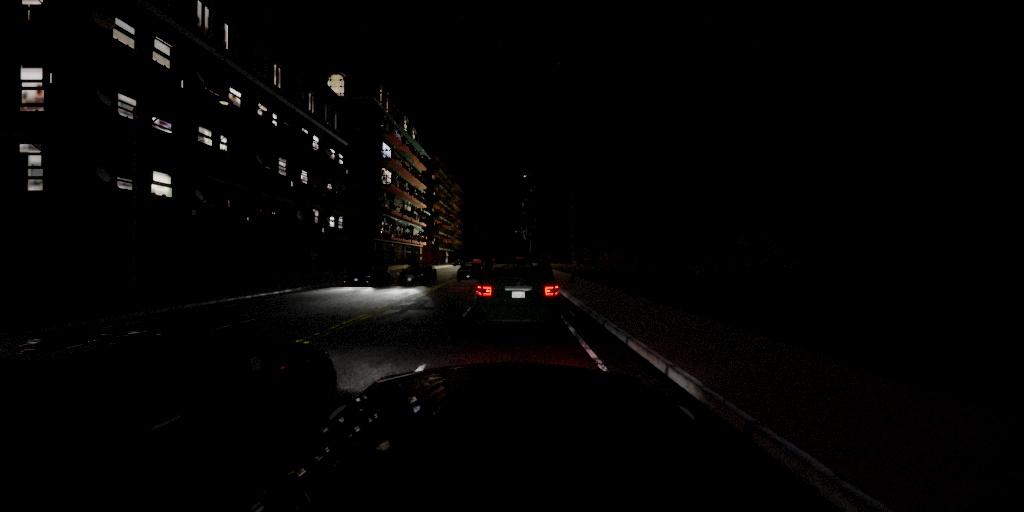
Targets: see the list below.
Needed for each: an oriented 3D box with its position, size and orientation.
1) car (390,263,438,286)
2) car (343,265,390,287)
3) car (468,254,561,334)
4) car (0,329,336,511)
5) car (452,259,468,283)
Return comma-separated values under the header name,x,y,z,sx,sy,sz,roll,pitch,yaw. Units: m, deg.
name,x,y,z,sx,sy,sz,roll,pitch,yaw
car,-6.585,1.245,25.494,2.128,1.511,4.902,0,0,0
car,-9.835,1.317,24.594,1.994,1.385,4.181,0,0,0
car,0.109,0.973,10.821,2.150,2.045,5.566,0,0,-1
car,-3.153,1.276,2.649,1.812,1.442,4.674,0,0,0
car,-3.133,1.246,28.150,2.128,1.511,4.902,0,0,0
